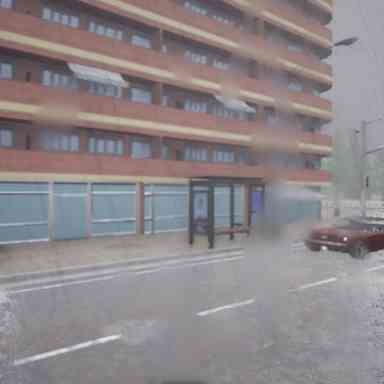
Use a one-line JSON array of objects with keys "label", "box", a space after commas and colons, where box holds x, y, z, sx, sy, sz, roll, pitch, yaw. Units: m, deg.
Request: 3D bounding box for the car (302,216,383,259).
[{"label": "car", "box": [6.375, 1.627, 12.729, 4.718, 1.301, 1.895, 0, 0, -35]}]
